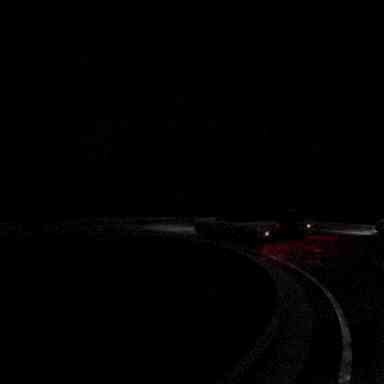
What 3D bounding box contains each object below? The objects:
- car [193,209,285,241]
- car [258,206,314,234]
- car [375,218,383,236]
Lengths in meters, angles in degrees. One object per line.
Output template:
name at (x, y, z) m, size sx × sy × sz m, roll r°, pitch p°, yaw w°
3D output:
car at (2.121, 1.677, 17.217) m, size 1.895 × 1.301 × 4.718 m, roll 0°, pitch 0°, yaw -38°
car at (4.668, 1.563, 19.441) m, size 1.837 × 1.490 × 4.892 m, roll 2°, pitch -2°, yaw -38°
car at (10.828, 1.486, 15.377) m, size 1.812 × 1.442 × 4.674 m, roll 0°, pitch 0°, yaw -16°
